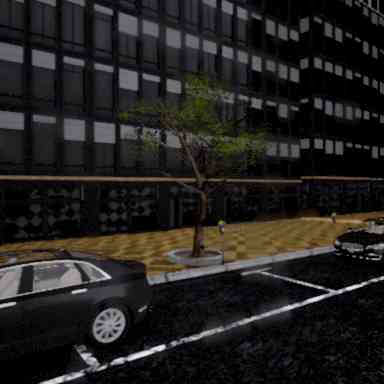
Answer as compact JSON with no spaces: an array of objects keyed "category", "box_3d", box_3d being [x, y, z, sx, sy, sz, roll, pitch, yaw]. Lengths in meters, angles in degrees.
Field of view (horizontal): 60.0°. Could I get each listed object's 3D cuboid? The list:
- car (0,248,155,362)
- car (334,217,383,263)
[{"category":"car","box_3d":[-2.661,1.550,4.672,4.403,1.369,2.008,0,0,-36]},{"category":"car","box_3d":[6.581,1.542,11.289,4.403,1.369,2.008,0,0,-36]}]
